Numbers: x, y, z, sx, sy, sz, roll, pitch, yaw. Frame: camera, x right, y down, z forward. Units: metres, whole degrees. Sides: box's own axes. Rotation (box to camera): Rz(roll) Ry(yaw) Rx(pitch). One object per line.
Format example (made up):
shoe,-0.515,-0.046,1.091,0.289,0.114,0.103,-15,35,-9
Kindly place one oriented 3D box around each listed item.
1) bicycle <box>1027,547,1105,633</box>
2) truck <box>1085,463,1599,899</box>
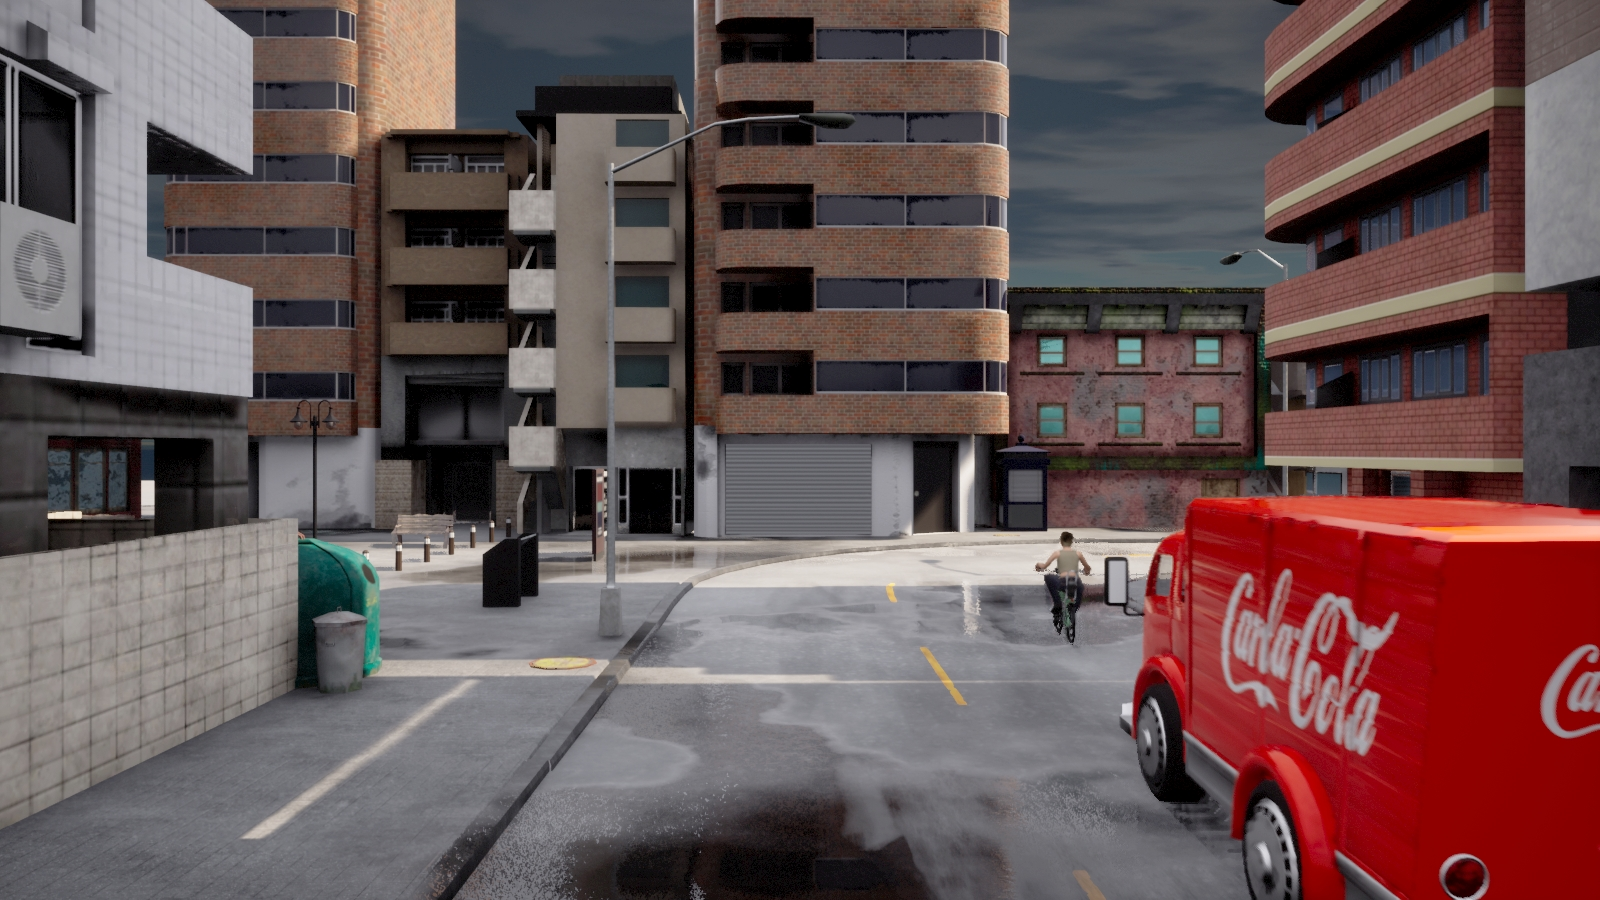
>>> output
bicycle,3.920,2.043,16.953,0.859,1.080,1.487,1,0,2
truck,3.893,1.352,7.697,2.627,2.467,5.204,0,0,0
